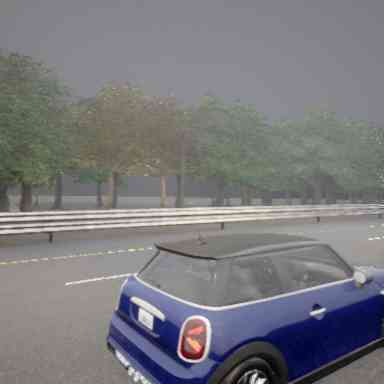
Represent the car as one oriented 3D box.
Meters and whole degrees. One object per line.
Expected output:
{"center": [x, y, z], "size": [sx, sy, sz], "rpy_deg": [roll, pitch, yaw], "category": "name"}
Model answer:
{"center": [1.240, 1.370, 4.752], "size": [4.553, 1.767, 2.097], "rpy_deg": [0, 0, -36], "category": "car"}
